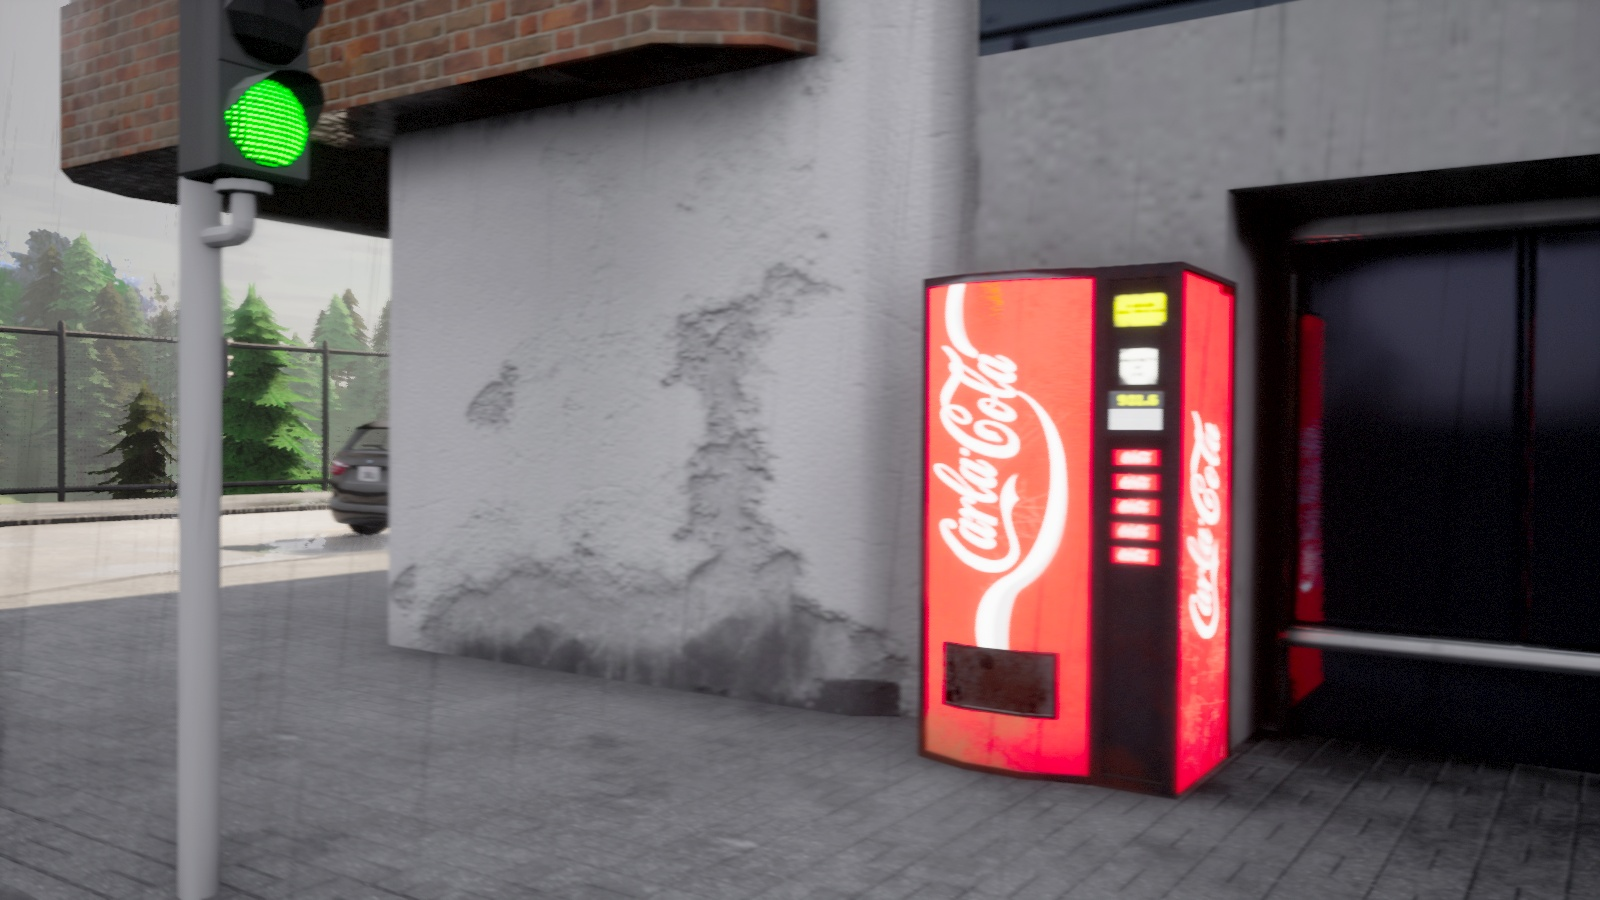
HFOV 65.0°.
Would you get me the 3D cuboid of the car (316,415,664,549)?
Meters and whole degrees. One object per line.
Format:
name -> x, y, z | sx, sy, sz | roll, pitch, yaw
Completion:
car -> -4.303, 0.366, 18.194 | 2.242, 1.667, 4.611 | 0, 1, 32
